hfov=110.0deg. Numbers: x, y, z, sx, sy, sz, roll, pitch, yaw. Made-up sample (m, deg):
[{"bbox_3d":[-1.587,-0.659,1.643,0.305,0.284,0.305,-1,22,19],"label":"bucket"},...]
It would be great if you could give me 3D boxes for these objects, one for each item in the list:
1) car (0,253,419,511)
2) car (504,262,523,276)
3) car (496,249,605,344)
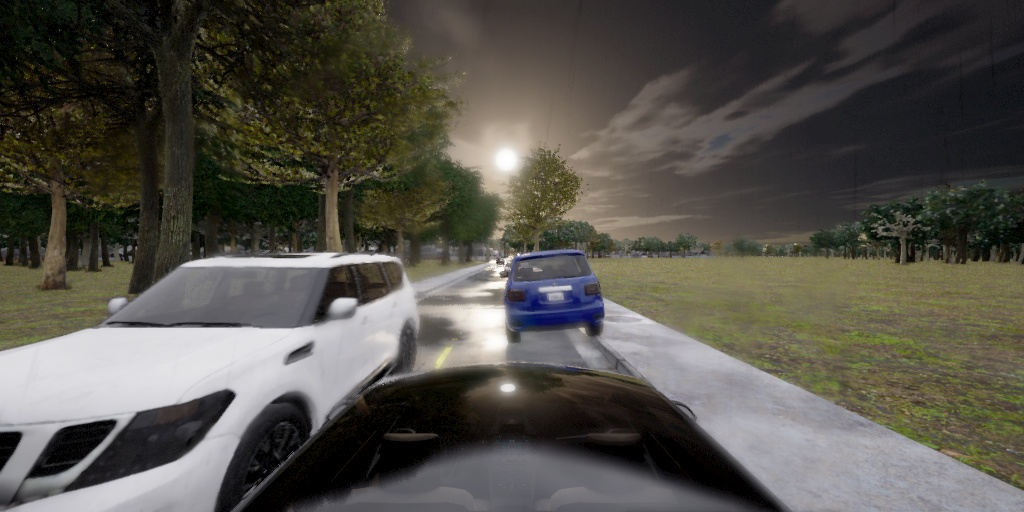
[{"bbox_3d":[-2.746,0.971,4.328,2.150,2.045,5.566,0,0,0],"label":"car"},{"bbox_3d":[0.123,1.352,38.255,1.895,1.301,4.718,0,0,0],"label":"car"},{"bbox_3d":[0.884,0.897,9.761,2.150,2.045,5.566,-5,0,0],"label":"car"}]
